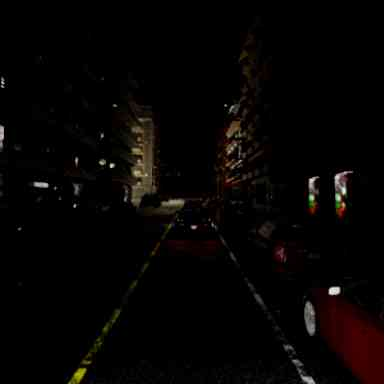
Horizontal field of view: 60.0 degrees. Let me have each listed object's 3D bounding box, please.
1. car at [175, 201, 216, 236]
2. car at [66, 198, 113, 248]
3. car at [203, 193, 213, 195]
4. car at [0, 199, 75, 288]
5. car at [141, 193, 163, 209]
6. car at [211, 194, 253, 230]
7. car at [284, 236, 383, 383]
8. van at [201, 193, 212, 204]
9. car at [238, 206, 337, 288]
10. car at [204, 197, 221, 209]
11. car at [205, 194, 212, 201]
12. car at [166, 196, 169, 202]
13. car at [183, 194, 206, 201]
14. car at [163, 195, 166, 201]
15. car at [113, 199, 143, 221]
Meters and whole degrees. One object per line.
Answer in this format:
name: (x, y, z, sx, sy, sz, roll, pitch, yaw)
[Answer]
car: (0.082, 1.427, 17.719, 1.812, 1.442, 4.674, 0, 0, 0)
car: (-5.294, 1.233, 14.610, 2.192, 1.841, 5.009, 1, 0, 0)
car: (2.541, 1.074, 53.272, 2.192, 1.841, 5.009, 1, 0, 0)
car: (-5.293, 1.263, 9.080, 2.192, 1.841, 5.009, 1, 0, 0)
car: (-5.302, 1.109, 42.262, 2.192, 1.841, 5.009, 1, 0, 0)
car: (2.550, 1.205, 20.083, 2.192, 1.841, 5.009, 1, 0, 0)
car: (2.583, 1.524, 3.491, 1.887, 1.381, 4.507, 1, 0, 0)
van: (2.538, 1.085, 58.804, 1.690, 1.788, 3.998, 1, 0, 0)
car: (2.592, 1.389, 9.023, 1.967, 1.590, 4.097, 1, 0, 0)
car: (2.538, 1.376, 42.211, 1.802, 1.307, 4.206, 1, 0, 0)
car: (2.544, 1.279, 31.147, 1.967, 1.590, 4.097, 1, 0, 0)
car: (-5.315, 1.312, 64.389, 1.802, 1.307, 4.206, 1, 0, 0)
car: (0.092, 1.311, 35.611, 2.128, 1.511, 4.902, 0, 0, 0)
car: (-5.309, 1.320, 47.795, 1.887, 1.381, 4.507, 1, 0, 0)
car: (-5.304, 1.429, 25.674, 1.947, 1.339, 4.313, 1, 0, 0)
